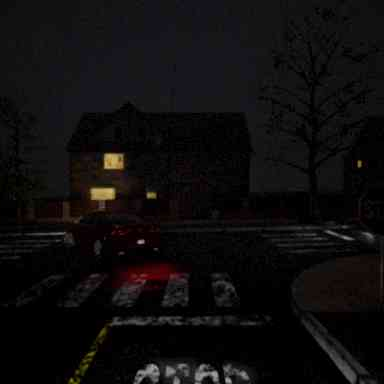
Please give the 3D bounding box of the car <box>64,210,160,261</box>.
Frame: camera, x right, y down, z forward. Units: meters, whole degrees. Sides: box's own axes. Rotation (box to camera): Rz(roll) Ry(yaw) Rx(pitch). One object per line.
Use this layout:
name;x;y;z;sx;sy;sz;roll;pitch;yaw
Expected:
car;-3.046;1.391;12.118;1.882;1.535;5.008;-1;0;-37
